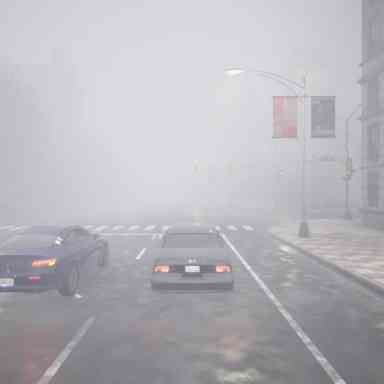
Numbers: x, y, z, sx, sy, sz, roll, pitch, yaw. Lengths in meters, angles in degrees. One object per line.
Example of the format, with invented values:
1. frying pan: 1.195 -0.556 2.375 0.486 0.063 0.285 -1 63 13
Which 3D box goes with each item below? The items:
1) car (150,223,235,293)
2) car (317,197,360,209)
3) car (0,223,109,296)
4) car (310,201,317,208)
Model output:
1. car: 0.002 1.547 8.986 2.033 1.411 5.357 0 0 0
2. car: 19.033 1.526 42.749 4.674 1.442 1.812 0 0 0
3. car: -3.496 1.526 8.536 1.812 1.442 4.674 0 0 0
4. car: 19.011 1.505 46.242 4.892 1.490 1.837 0 0 0
